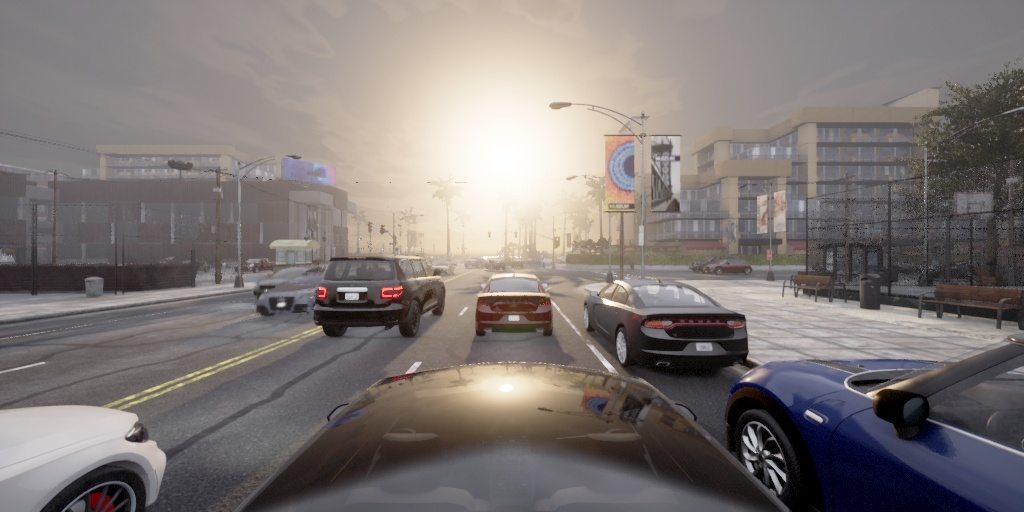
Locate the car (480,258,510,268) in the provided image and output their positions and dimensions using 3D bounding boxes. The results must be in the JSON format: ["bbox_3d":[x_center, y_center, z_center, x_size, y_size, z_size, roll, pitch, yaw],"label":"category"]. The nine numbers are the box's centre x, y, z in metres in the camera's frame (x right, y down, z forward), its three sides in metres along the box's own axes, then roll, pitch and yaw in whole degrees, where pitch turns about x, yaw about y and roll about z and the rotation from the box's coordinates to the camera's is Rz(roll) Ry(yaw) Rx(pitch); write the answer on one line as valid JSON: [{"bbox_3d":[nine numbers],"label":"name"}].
[{"bbox_3d":[-2.391,1.253,49.715,1.837,1.490,4.892,-2,1,-23],"label":"car"}]

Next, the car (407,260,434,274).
[{"bbox_3d":[-10.569,1.255,41.749,1.837,1.490,4.892,0,-1,0],"label":"car"}]

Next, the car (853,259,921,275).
[{"bbox_3d":[40.789,1.296,38.752,5.357,1.411,2.033,0,0,0],"label":"car"}]

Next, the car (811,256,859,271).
[{"bbox_3d":[38.632,0.972,42.236,5.566,2.045,2.150,0,0,1],"label":"car"}]

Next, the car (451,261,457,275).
[{"bbox_3d":[-7.103,1.296,36.936,2.033,1.411,5.357,0,0,0],"label":"car"}]

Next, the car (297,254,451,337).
[{"bbox_3d":[-3.441,0.971,10.435,2.150,2.045,5.566,0,0,0],"label":"car"}]

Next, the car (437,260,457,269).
[{"bbox_3d":[-10.142,1.348,56.621,1.895,1.301,4.718,0,0,5],"label":"car"}]

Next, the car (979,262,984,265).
[{"bbox_3d":[45.170,1.101,31.752,4.553,1.767,2.097,0,0,-1],"label":"car"}]

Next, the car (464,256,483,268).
[{"bbox_3d":[-6.265,0.968,60.114,2.150,2.045,5.566,0,0,13],"label":"car"}]

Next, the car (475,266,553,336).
[{"bbox_3d":[0.060,1.227,10.423,1.882,1.535,5.008,0,0,0],"label":"car"}]

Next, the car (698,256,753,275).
[{"bbox_3d":[23.158,1.100,38.646,4.553,1.767,2.097,0,0,0],"label":"car"}]

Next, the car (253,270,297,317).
[{"bbox_3d":[-7.104,1.313,13.031,1.994,1.385,4.181,0,0,0],"label":"car"}]

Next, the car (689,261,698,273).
[{"bbox_3d":[23.905,0.970,42.161,5.566,2.045,2.150,0,0,0],"label":"car"}]

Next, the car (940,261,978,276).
[{"bbox_3d":[45.167,1.253,35.252,4.892,1.490,1.837,0,0,-1],"label":"car"}]

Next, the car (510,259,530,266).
[{"bbox_3d":[1.355,1.225,61.716,1.882,1.535,5.008,-1,0,13],"label":"car"}]

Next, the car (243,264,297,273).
[{"bbox_3d":[-10.605,1.254,17.954,1.837,1.490,4.892,0,0,0],"label":"car"}]

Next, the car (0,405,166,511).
[{"bbox_3d":[-3.410,1.276,0.597,1.812,1.442,4.674,0,0,0],"label":"car"}]
